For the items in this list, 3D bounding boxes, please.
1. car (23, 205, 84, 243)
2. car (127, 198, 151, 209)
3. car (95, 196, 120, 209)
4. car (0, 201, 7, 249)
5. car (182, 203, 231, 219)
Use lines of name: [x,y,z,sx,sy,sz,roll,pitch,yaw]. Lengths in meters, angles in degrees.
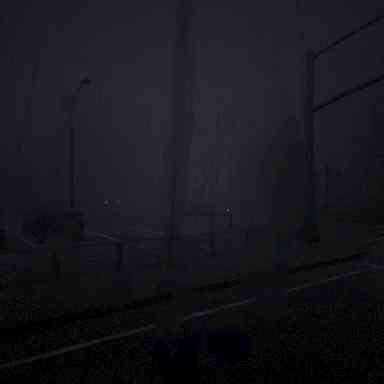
car: [-6.410,1.340,15.279,2.007,1.523,4.514,0,0,-36]
car: [-7.436,1.526,46.638,1.812,1.442,4.674,0,0,-36]
car: [-11.869,1.351,46.567,2.097,1.767,4.553,0,0,-36]
car: [-8.921,1.331,13.398,2.152,1.636,5.027,0,0,-36]
car: [1.162,1.601,28.768,1.895,1.301,4.718,0,0,-36]
